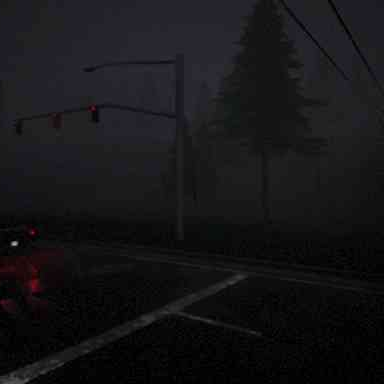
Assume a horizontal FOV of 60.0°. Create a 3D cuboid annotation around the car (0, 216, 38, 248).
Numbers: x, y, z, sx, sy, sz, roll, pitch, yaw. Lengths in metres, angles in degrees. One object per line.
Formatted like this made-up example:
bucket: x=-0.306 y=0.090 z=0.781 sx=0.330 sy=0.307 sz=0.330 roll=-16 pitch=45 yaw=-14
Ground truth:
car: x=-8.378 y=1.583 z=13.228 sx=4.718 sy=1.301 sz=1.895 roll=0 pitch=0 yaw=30
